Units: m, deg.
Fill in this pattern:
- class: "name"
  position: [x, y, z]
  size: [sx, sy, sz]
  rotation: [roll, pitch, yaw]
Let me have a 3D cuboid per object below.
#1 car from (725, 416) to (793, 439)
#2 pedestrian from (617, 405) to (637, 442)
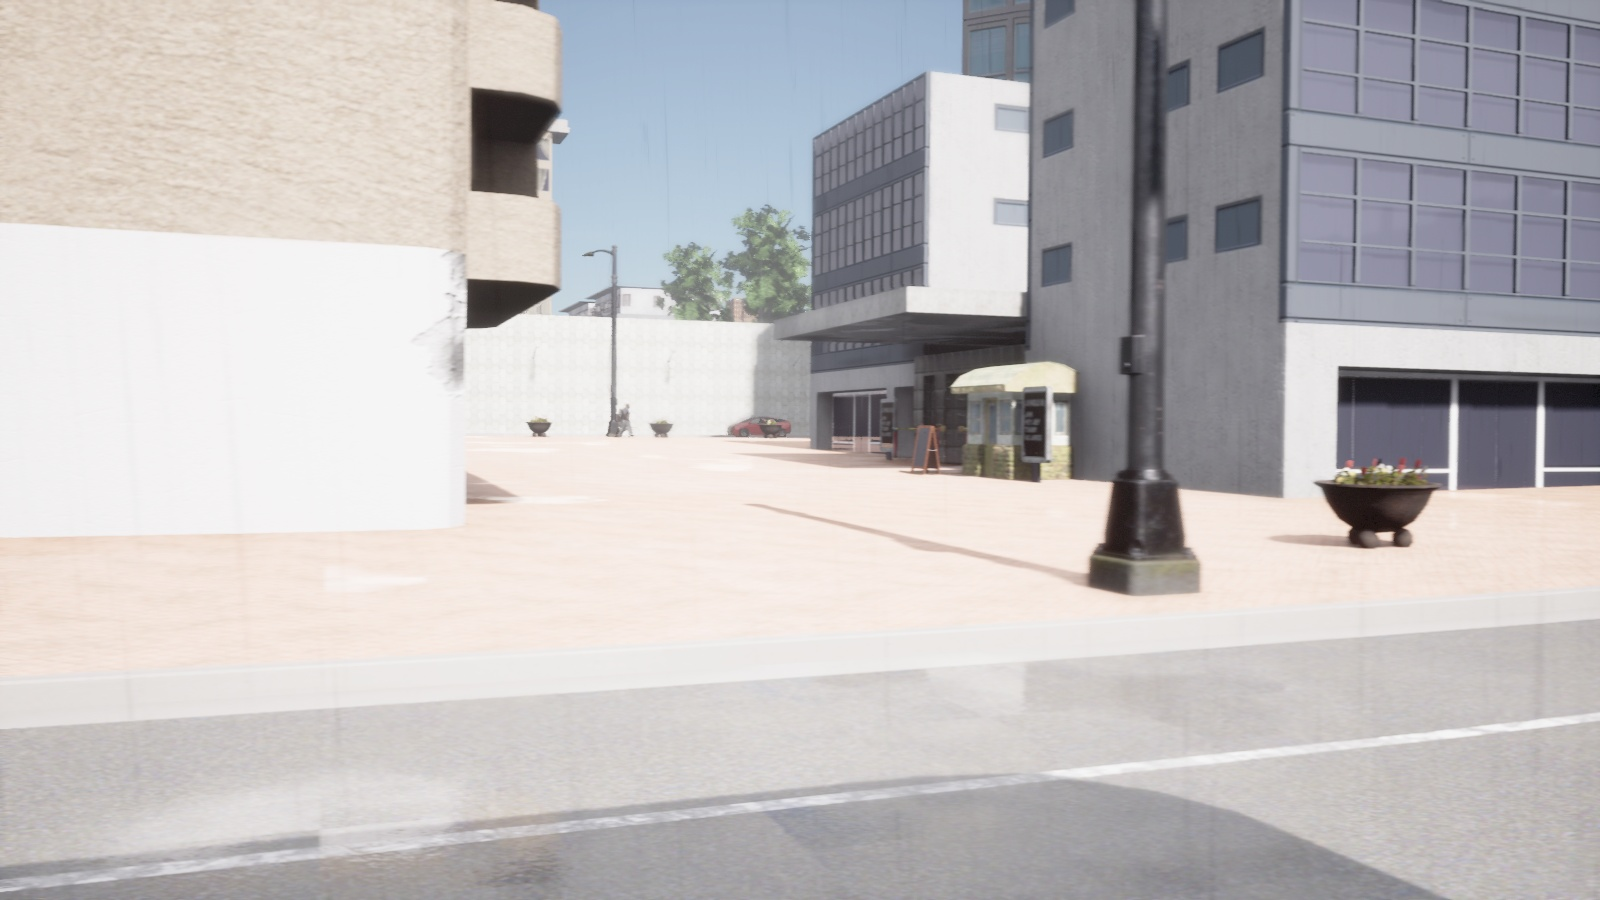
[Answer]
- class: "car"
  position: [-2.939, -1.611, 90.014]
  size: [4.514, 1.525, 2.007]
  rotation: [-1, 1, -19]
- class: "pedestrian"
  position: [-8.874, -1.368, 64.381]
  size: [0.849, 1.883, 0.563]
  rotation: [0, 1, 15]
